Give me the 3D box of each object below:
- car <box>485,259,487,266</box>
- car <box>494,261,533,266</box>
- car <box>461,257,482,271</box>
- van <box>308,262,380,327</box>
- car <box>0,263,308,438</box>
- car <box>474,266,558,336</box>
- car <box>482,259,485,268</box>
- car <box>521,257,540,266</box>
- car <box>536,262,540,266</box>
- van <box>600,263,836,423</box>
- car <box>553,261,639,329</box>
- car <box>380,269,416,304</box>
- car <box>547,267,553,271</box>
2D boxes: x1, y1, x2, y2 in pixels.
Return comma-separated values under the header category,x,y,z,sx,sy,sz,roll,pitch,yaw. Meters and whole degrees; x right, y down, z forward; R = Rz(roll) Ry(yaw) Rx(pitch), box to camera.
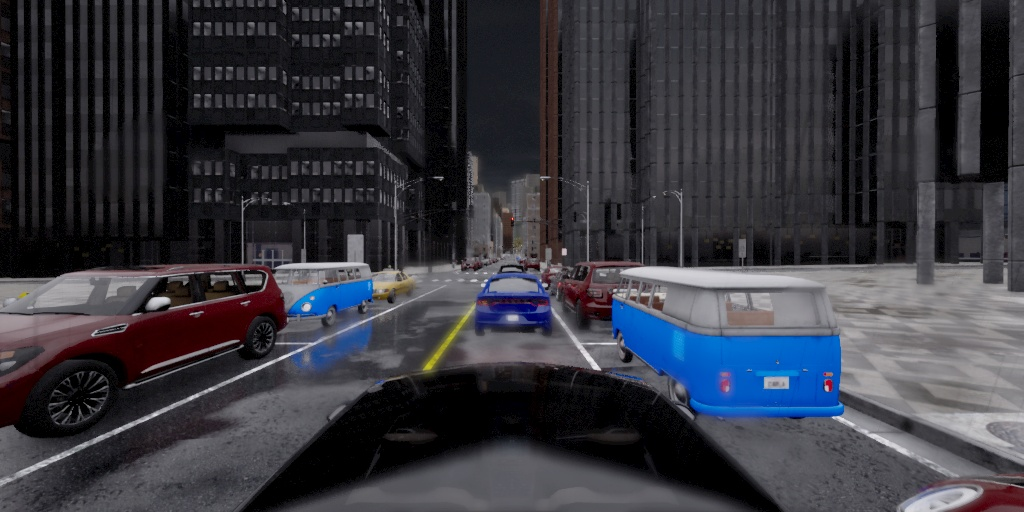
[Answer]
category,x,y,z,sx,sy,sz,roll,pitch,yaw
car,-5.753,1.348,60.511,1.948,1.339,4.313,0,0,0
car,0.004,1.257,20.783,1.837,1.490,4.892,0,0,0
car,-5.755,1.084,49.225,2.192,1.841,5.009,0,0,0
van,-5.763,1.091,11.137,1.690,1.789,3.998,0,0,0
car,-5.765,1.064,5.612,2.192,1.841,5.009,0,0,0
car,0.060,1.228,10.412,1.882,1.535,5.008,0,0,1
car,-5.754,1.090,54.869,2.192,1.841,5.009,0,0,0
car,2.770,1.084,49.214,2.192,1.841,5.009,0,0,0
car,2.766,1.297,22.174,1.888,1.381,4.507,0,0,0
van,2.767,1.091,5.598,1.690,1.789,3.998,0,0,0
car,2.767,1.065,11.123,2.192,1.841,5.009,0,0,0
car,-5.761,1.276,16.491,1.751,1.417,4.829,0,0,0
car,2.766,1.301,16.649,2.007,1.370,4.403,0,0,0
